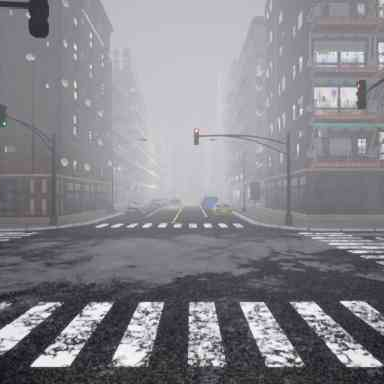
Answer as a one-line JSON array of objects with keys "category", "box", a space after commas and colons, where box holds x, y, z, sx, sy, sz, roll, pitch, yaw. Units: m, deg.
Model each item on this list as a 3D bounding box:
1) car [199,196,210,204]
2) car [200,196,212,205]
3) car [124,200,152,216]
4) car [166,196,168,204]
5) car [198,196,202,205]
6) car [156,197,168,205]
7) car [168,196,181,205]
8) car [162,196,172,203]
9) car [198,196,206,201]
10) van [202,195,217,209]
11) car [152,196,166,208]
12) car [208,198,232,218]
[{"category": "car", "box": [2.483, 1.604, 66.656, 2.008, 1.369, 4.403, 1, 0, 0]}, {"category": "car", "box": [2.492, 1.485, 61.000, 1.967, 1.590, 4.097, 1, 0, 0]}, {"category": "car", "box": [-5.480, 1.565, 32.645, 2.008, 1.369, 4.403, 1, 0, 0]}, {"category": "car", "box": [-5.381, 1.563, 55.106, 1.752, 1.417, 4.829, 1, 0, 0]}, {"category": "car", "box": [2.509, 1.347, 49.688, 2.192, 1.841, 5.009, 1, 0, 0]}, {"category": "car", "box": [-5.389, 1.627, 60.934, 1.802, 1.307, 4.206, 1, 0, 0]}, {"category": "car", "box": [-2.828, 1.496, 57.970, 1.895, 1.301, 4.718, 0, 0, 0]}, {"category": "car", "box": [-5.404, 1.613, 72.250, 2.008, 1.369, 4.403, 1, 0, 0]}, {"category": "car", "box": [2.460, 1.627, 83.624, 1.887, 1.381, 4.507, 1, 0, 0]}, {"category": "van", "box": [2.549, 1.366, 44.034, 1.690, 1.788, 3.998, 1, 0, 0]}, {"category": "car", "box": [-5.374, 1.613, 49.618, 1.802, 1.307, 4.206, 1, 0, 0]}, {"category": "car", "box": [2.663, 1.537, 30.201, 1.752, 1.417, 4.829, 1, 0, 0]}]
